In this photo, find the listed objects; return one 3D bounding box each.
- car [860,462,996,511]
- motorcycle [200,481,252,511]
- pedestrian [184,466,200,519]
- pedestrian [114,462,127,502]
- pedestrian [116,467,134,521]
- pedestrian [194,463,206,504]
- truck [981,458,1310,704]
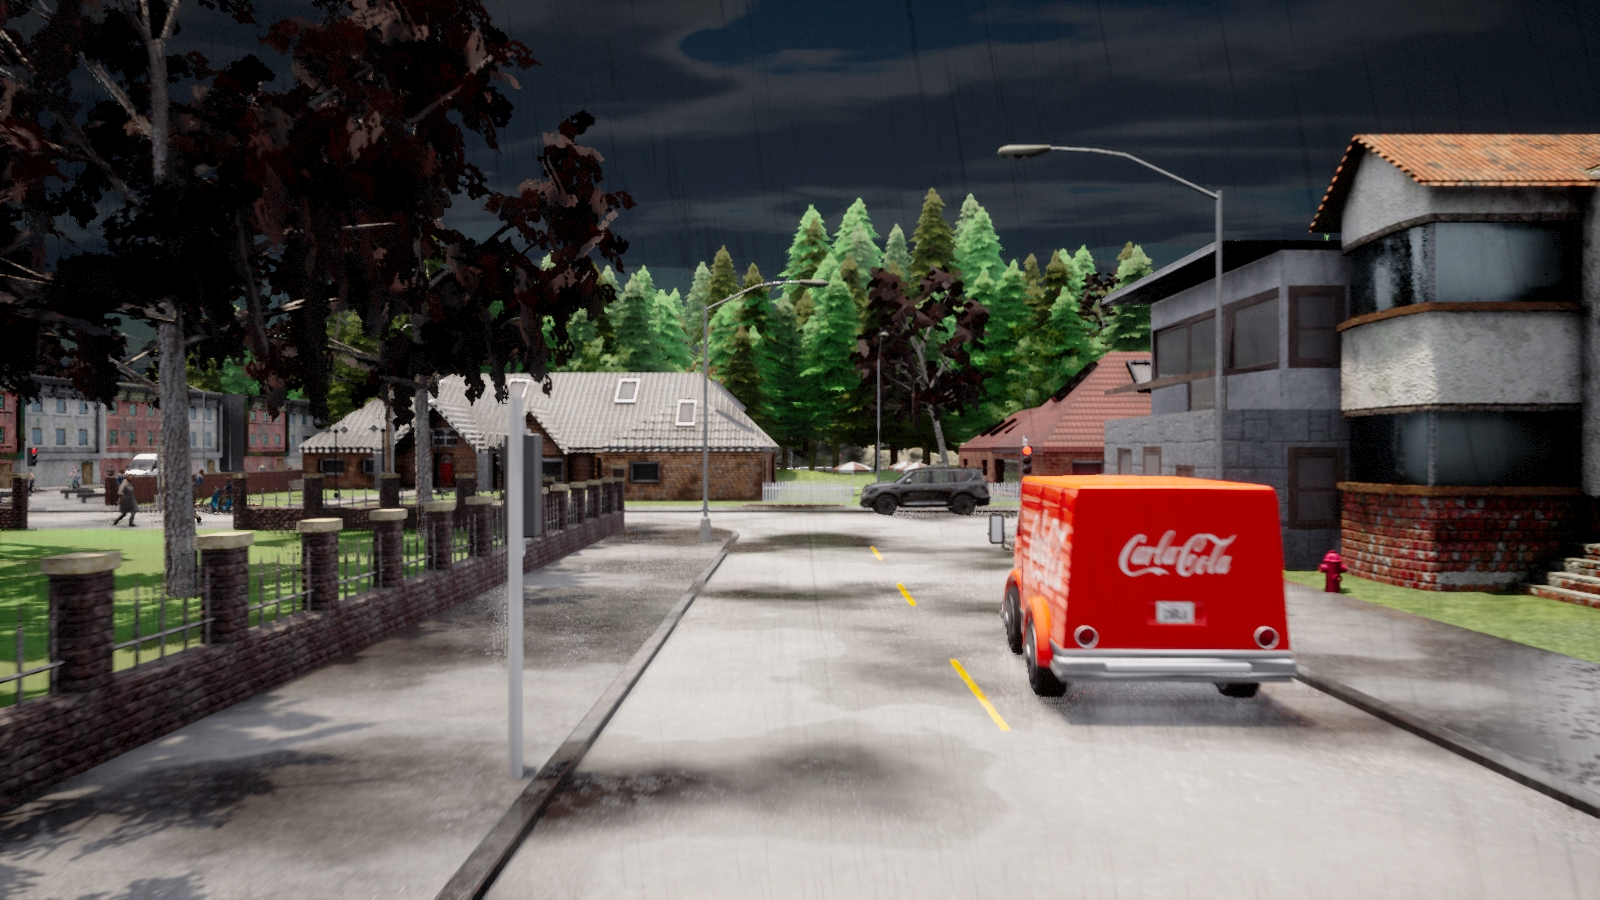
[{"bbox_3d":[5.425,1.555,49.024,5.566,2.045,2.150,0,0,-1],"label":"car"},{"bbox_3d":[-24.616,1.958,49.050,1.805,1.236,0.856,0,0,0],"label":"motorcycle"},{"bbox_3d":[-21.671,1.520,40.741,0.375,1.860,0.375,0,0,0],"label":"pedestrian"},{"bbox_3d":[-32.341,1.514,54.356,0.375,1.860,0.375,0,0,1],"label":"pedestrian"},{"bbox_3d":[-23.455,1.523,39.702,0.375,1.860,0.375,0,0,2],"label":"pedestrian"},{"bbox_3d":[-27.484,1.515,52.365,0.375,1.860,0.375,0,0,-9],"label":"pedestrian"},{"bbox_3d":[3.917,1.344,14.206,2.627,2.467,5.204,0,0,2],"label":"truck"}]
